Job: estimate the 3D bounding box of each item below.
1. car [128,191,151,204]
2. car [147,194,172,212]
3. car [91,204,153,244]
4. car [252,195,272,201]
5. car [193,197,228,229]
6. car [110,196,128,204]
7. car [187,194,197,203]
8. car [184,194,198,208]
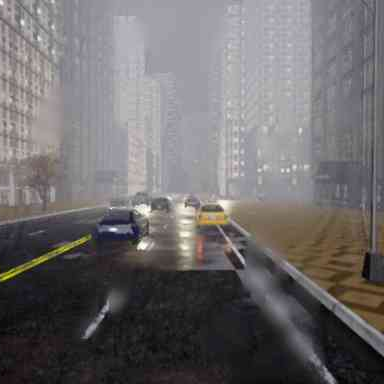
[{"bbox_3d":[-6.574,0.945,44.531,2.150,2.045,5.566,0,0,0],"label":"car"},{"bbox_3d":[-3.155,1.263,34.651,1.882,1.535,5.008,0,0,0],"label":"car"},{"bbox_3d":[-3.153,1.468,15.336,1.994,1.385,4.181,0,0,0],"label":"car"},{"bbox_3d":[15.913,1.361,75.751,4.403,1.369,2.008,1,1,-1],"label":"car"},{"bbox_3d":[1.135,1.329,20.442,1.801,1.575,5.366,0,0,0],"label":"car"},{"bbox_3d":[-9.821,1.282,45.375,1.994,1.385,4.181,0,0,0],"label":"car"},{"bbox_3d":[0.008,1.164,58.675,1.812,1.442,4.674,0,1,0],"label":"car"},{"bbox_3d":[0.029,1.299,42.937,1.994,1.385,4.181,0,0,0],"label":"car"}]
